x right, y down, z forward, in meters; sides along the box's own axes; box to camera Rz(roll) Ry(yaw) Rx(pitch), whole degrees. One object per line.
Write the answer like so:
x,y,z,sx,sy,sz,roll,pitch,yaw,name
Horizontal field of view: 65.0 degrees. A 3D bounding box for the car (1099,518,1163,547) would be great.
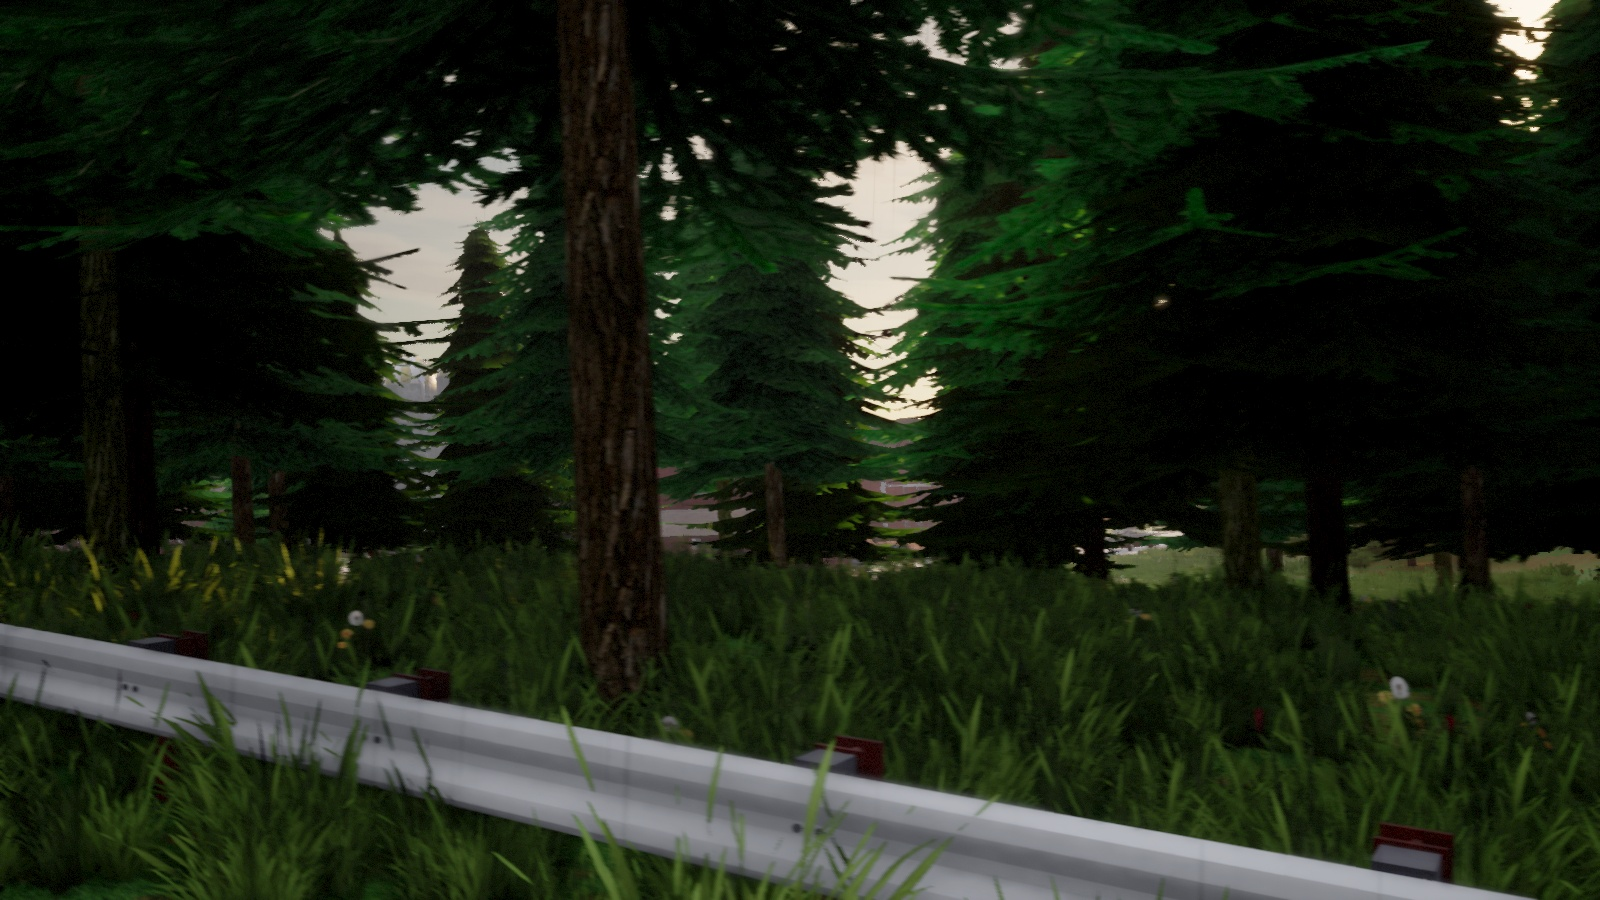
22.582,5.598,85.562,2.128,1.511,4.902,-6,-2,41,car
